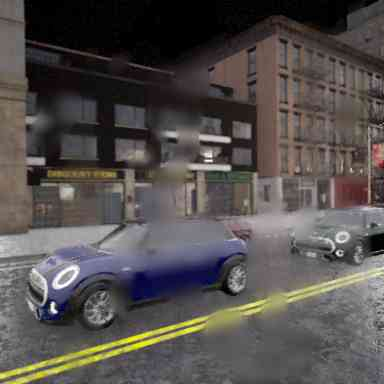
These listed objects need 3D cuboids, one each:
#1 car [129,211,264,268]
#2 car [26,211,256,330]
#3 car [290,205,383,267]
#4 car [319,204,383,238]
[{"bbox_3d":[0.283,1.502,11.870,4.674,1.442,1.812,0,0,-35],"label":"car"},{"bbox_3d":[-0.928,1.341,7.007,4.553,1.767,2.097,0,0,-36],"label":"car"},{"bbox_3d":[5.478,1.317,11.459,4.553,1.767,2.097,0,0,-35],"label":"car"},{"bbox_3d":[9.130,1.473,18.133,4.674,1.442,1.812,0,0,-35],"label":"car"}]
